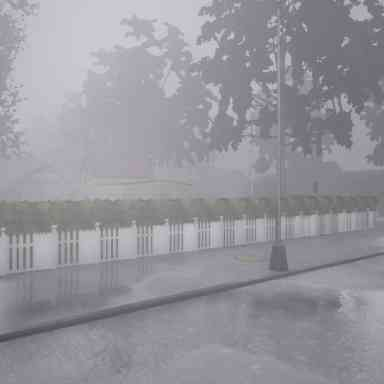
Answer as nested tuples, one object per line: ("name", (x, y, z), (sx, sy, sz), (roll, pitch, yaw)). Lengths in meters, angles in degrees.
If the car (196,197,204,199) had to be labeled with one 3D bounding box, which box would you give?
("car", (1.048, 1.505, 46.095), (1.837, 1.490, 4.892), (0, 0, -35))
